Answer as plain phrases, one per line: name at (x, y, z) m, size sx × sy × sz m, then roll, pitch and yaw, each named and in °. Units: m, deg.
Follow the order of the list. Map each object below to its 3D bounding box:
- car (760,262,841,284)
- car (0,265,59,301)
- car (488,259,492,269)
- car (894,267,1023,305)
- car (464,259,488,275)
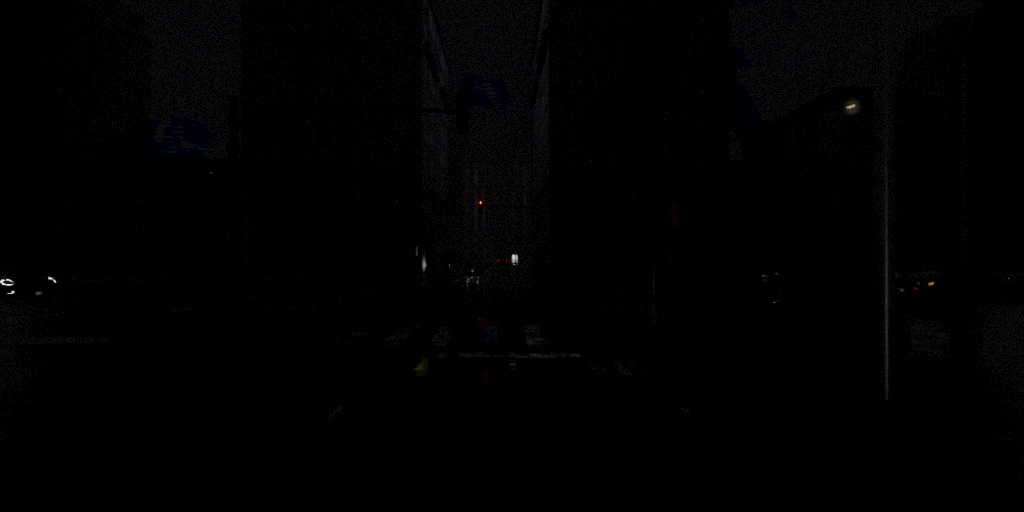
car at (19.913, 1.165, 24.852) m, size 4.892 × 1.490 × 1.837 m, roll 0°, pitch 0°, yaw -2°
car at (-24.421, 1.187, 16.754) m, size 4.553 × 1.767 × 2.097 m, roll 0°, pitch 0°, yaw -2°
car at (-4.466, 1.285, 54.273) m, size 1.837 × 1.490 × 4.892 m, roll 0°, pitch 0°, yaw -2°
car at (18.363, 1.194, 14.837) m, size 4.674 × 1.442 × 1.812 m, roll 0°, pitch 0°, yaw -2°
car at (-4.019, 1.258, 38.571) m, size 2.128 × 1.511 × 4.902 m, roll 0°, pitch 0°, yaw -1°
